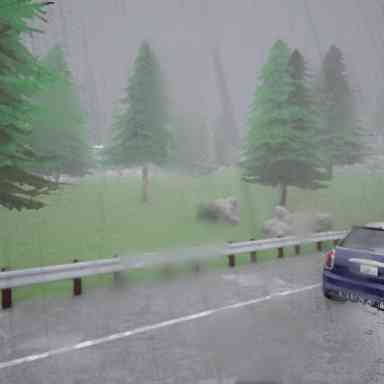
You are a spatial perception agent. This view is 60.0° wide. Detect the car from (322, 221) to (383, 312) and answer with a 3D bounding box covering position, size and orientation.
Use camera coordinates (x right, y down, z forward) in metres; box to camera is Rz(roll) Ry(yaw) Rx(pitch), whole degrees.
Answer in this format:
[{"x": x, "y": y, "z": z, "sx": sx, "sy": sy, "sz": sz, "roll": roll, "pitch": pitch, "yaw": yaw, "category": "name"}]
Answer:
[{"x": 4.834, "y": 1.383, "z": 6.975, "sx": 4.553, "sy": 1.767, "sz": 2.097, "roll": 0, "pitch": 0, "yaw": -34, "category": "car"}]
